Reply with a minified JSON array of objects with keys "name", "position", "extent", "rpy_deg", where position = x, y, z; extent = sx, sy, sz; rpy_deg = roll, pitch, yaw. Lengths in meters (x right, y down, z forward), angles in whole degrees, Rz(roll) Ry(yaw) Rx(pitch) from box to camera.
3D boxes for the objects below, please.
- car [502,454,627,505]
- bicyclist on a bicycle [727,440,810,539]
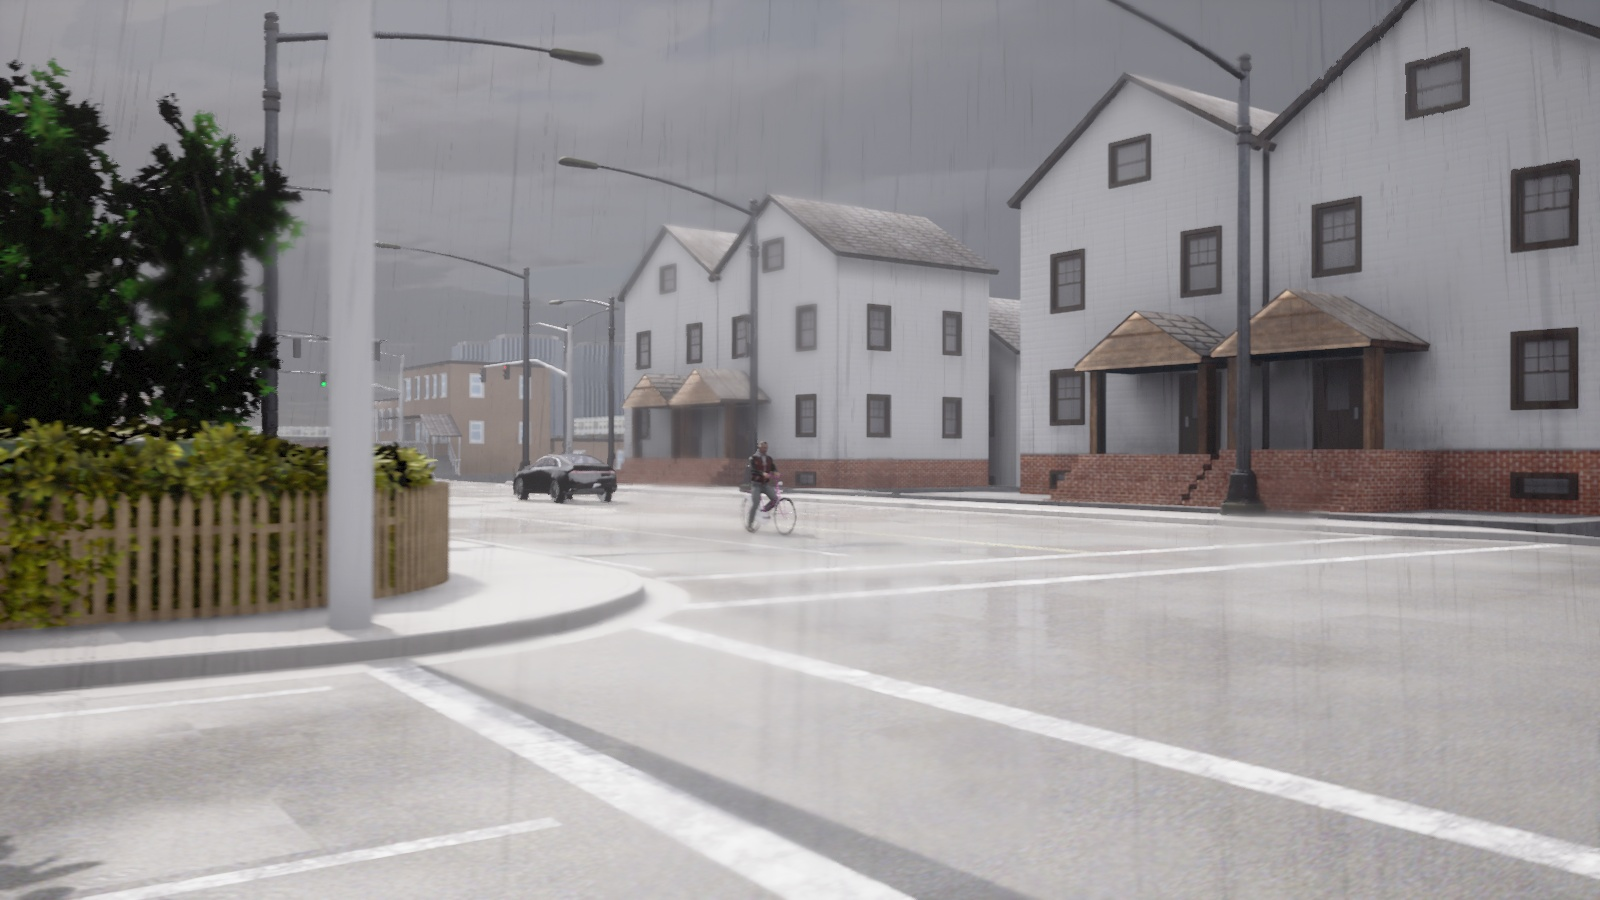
[{"name":"car","position":[-7.563,0.882,39.899],"extent":[2.128,1.511,4.902],"rpy_deg":[0,0,-34]},{"name":"bicyclist on a bicycle","position":[-0.613,0.717,23.477],"extent":[0.659,1.776,1.843],"rpy_deg":[0,-1,-34]}]
